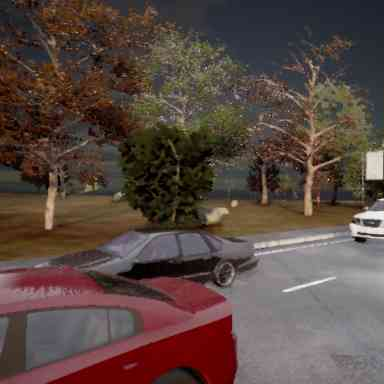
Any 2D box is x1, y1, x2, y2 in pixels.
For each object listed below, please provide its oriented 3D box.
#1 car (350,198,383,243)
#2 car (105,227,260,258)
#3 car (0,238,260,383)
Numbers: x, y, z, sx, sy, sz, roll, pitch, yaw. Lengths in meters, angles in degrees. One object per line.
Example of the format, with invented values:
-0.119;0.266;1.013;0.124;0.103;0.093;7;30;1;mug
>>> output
9.517;1.256;15.242;5.566;2.045;2.150;0;0;-36;car
-0.802;1.560;7.748;5.357;1.411;2.033;0;0;-36;car
-1.855;1.484;2.684;5.008;1.535;1.882;0;0;-36;car
